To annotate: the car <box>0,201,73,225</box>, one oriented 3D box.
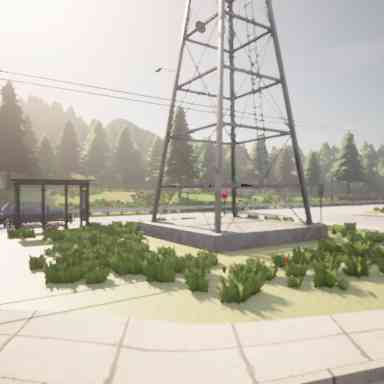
[{"bbox_3d":[-10.347,1.381,22.186,4.553,1.767,2.097,0,0,-33],"label":"car"}]
